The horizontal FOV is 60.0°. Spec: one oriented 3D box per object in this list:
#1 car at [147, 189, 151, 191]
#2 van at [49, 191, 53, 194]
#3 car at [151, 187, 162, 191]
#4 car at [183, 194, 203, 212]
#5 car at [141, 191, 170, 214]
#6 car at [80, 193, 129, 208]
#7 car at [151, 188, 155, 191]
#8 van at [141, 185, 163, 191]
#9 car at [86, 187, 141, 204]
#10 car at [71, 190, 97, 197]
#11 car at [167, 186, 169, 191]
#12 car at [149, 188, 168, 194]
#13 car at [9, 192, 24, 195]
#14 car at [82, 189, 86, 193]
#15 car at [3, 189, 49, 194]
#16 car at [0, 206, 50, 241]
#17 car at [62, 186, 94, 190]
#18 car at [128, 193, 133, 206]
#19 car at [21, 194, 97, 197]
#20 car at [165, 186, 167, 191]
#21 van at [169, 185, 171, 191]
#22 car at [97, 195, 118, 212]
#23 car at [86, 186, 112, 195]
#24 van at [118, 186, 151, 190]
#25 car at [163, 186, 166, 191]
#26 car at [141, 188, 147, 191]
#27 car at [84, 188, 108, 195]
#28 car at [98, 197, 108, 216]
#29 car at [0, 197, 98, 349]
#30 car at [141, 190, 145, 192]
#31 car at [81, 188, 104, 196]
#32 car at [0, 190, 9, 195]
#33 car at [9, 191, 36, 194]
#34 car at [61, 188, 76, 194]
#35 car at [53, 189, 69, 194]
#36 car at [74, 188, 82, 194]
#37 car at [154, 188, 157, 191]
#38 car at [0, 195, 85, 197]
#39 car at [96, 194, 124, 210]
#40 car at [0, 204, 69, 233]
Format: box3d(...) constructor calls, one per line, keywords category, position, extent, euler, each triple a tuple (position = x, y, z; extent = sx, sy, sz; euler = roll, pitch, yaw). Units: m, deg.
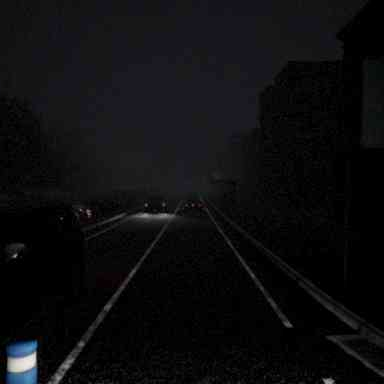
box3d(category="car", position=(-9.519, 0.726, 52.406), extent=(4.892, 1.521, 2.231), euler=(0, 2, 1))
box3d(category="van", position=(-22.524, 0.595, 46.914), extent=(4.442, 1.987, 1.878), euler=(0, 2, 0))
box3d(category="car", position=(-9.203, 0.334, 66.316), extent=(5.366, 1.575, 1.946), euler=(0, 2, 1))
box3d(category="car", position=(0.100, 1.261, 34.084), extent=(2.033, 1.411, 5.357), euler=(0, 1, 0))
box3d(category="car", position=(-3.339, 1.089, 32.263), extent=(2.097, 1.767, 4.553), euler=(0, 1, 0))
box3d(category="car", position=(-9.632, 1.207, 35.712), extent=(4.792, 1.488, 2.163), euler=(0, 1, 1))
box3d(category="car", position=(-9.468, 0.570, 57.971), extent=(5.008, 1.535, 2.097), euler=(0, 2, 1))
box3d(category="van", position=(-9.221, -0.045, 71.812), extent=(4.442, 1.987, 1.878), euler=(0, 2, 0))
box3d(category="car", position=(-9.639, 0.778, 41.272), extent=(5.566, 2.045, 2.435), euler=(0, 2, 1))
box3d(category="car", position=(-22.446, 0.240, 69.192), extent=(4.674, 1.452, 2.002), euler=(0, 2, 1))
box3d(category="car", position=(-9.221, -0.225, 85.793), extent=(4.892, 1.521, 2.231), euler=(0, 2, 1))
box3d(category="car", position=(-9.159, -0.390, 91.356), extent=(4.892, 1.521, 2.231), euler=(0, 2, 1))
box3d(category="car", position=(-22.712, 1.053, 38.446), extent=(5.008, 1.535, 2.097), euler=(0, 1, 1))
box3d(category="car", position=(-22.546, 0.465, 60.839), extent=(4.792, 1.488, 2.163), euler=(0, 2, 1))
box3d(category="car", position=(-22.637, 0.646, 44.130), extent=(5.566, 2.045, 2.435), euler=(0, 2, 1))
box3d(category="car", position=(-9.805, 1.479, 16.206), extent=(4.792, 1.488, 2.163), euler=(0, 0, 1))
box3d(category="car", position=(-22.463, 0.107, 63.617), extent=(5.566, 2.045, 2.435), euler=(0, 2, 1))
box3d(category="car", position=(-9.634, 1.146, 38.497), extent=(4.674, 1.452, 2.002), euler=(0, 2, 1))
box3d(category="car", position=(-9.791, 1.258, 24.559), extent=(4.553, 1.767, 2.185), euler=(0, 1, 1))
box3d(category="car", position=(-9.208, -0.269, 83.006), extent=(4.553, 1.767, 2.185), euler=(0, 2, 1))
box3d(category="van", position=(-9.022, -0.699, 94.131), extent=(4.442, 1.987, 1.878), euler=(0, 2, 1))
box3d(category="car", position=(-9.705, 1.297, 30.136), extent=(5.008, 1.535, 2.097), euler=(0, 1, 0))
box3d(category="car", position=(-22.315, -0.372, 80.319), extent=(5.566, 2.045, 2.435), euler=(0, 2, 0))
box3d(category="van", position=(-9.603, 0.421, 55.184), extent=(4.442, 1.987, 1.878), euler=(0, 2, 1))
box3d(category="car", position=(-9.267, -0.023, 80.229), extent=(4.674, 1.452, 2.002), euler=(0, 2, 1))
box3d(category="car", position=(-9.507, 0.679, 49.496), extent=(4.553, 1.767, 2.185), euler=(0, 2, 1))
box3d(category="car", position=(-22.373, -0.040, 77.541), extent=(5.008, 1.535, 2.097), euler=(0, 2, 1))
box3d(category="car", position=(-9.739, 1.385, 27.348), extent=(4.674, 1.452, 2.002), euler=(0, 1, 1))
box3d(category="car", position=(-3.347, 1.201, 5.044), extent=(2.150, 2.045, 5.566), euler=(0, 0, 0))
box3d(category="car", position=(-9.748, 0.873, 46.844), extent=(5.366, 1.575, 1.946), euler=(0, 2, 1))
box3d(category="car", position=(-22.361, -0.084, 74.754), extent=(4.553, 1.767, 2.185), euler=(0, 2, 1))
box3d(category="car", position=(-22.773, 0.998, 35.659), extent=(4.553, 1.767, 2.185), euler=(0, 1, 1))
box3d(category="car", position=(-22.877, 0.969, 41.355), extent=(5.366, 1.575, 1.946), euler=(0, 2, 1))
box3d(category="car", position=(-22.573, 0.591, 55.272), extent=(5.008, 1.535, 2.097), euler=(0, 2, 1))
box3d(category="car", position=(-22.595, 0.708, 52.489), extent=(4.674, 1.452, 2.002), euler=(0, 2, 1))
box3d(category="car", position=(-22.549, 0.514, 58.056), extent=(4.892, 1.521, 2.231), euler=(0, 2, 0))
box3d(category="car", position=(-9.433, 0.493, 60.753), extent=(5.008, 1.535, 2.097), euler=(0, 2, 1))
box3d(category="car", position=(-9.816, 1.289, 21.780), extent=(4.553, 1.767, 2.185), euler=(0, 1, 1))
box3d(category="car", position=(-9.681, 1.241, 32.925), extent=(5.008, 1.535, 2.097), euler=(0, 1, 1))
box3d(category="car", position=(-9.839, 1.466, 18.994), extent=(4.792, 1.488, 2.163), euler=(0, 0, 0))
